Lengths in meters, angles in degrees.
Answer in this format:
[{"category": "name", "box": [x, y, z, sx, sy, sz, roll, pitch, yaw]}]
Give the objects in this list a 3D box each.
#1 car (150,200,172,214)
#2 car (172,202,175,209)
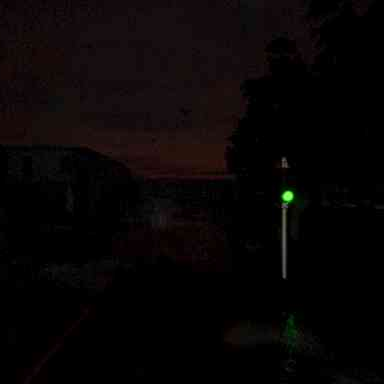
[{"category": "car", "box": [-4.074, 1.877, 41.513, 2.128, 1.511, 4.902, 0, 0, 0]}, {"category": "car", "box": [-4.044, 2.046, 55.984, 1.812, 1.442, 4.674, 0, -1, 0]}]
